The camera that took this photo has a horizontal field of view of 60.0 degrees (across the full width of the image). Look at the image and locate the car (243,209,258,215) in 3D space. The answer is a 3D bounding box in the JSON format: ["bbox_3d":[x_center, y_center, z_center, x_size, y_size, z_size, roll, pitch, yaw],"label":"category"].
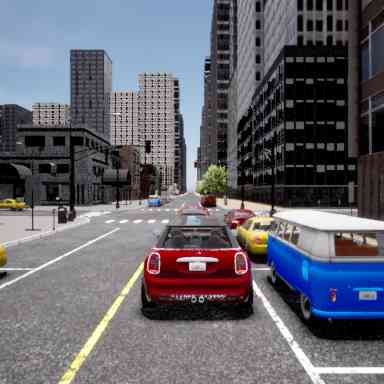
[{"bbox_3d":[2.681,1.527,12.758,1.752,1.417,4.829,0,0,0],"label":"car"}]

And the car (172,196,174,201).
[{"bbox_3d":[-5.729,1.653,72.727,2.008,1.369,4.403,0,0,0],"label":"car"}]

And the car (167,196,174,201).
[{"bbox_3d":[-5.738,1.673,89.129,1.752,1.417,4.829,0,0,0],"label":"car"}]

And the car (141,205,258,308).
[{"bbox_3d":[0.095,1.352,8.065,2.097,1.767,4.553,0,0,0],"label":"car"}]

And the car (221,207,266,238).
[{"bbox_3d":[2.678,1.587,18.250,1.802,1.307,4.206,0,0,0],"label":"car"}]

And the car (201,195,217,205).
[{"bbox_3d":[2.661,1.369,50.638,2.192,1.841,5.009,0,0,0],"label":"car"}]

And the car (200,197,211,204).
[{"bbox_3d":[2.654,1.655,67.211,1.947,1.339,4.313,0,0,0],"label":"car"}]

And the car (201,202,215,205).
[{"bbox_3d":[0.091,1.482,17.271,1.882,1.535,5.008,0,0,0],"label":"car"}]

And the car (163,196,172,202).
[{"bbox_3d":[-5.732,1.668,78.251,2.008,1.369,4.403,0,0,0],"label":"car"}]

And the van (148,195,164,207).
[{"bbox_3d":[-5.719,1.395,50.632,1.690,1.788,3.998,0,0,0],"label":"van"}]

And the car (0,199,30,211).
[{"bbox_3d":[-21.428,1.469,38.455,4.829,1.417,1.752,0,0,0],"label":"car"}]

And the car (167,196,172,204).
[{"bbox_3d":[-5.727,1.529,67.204,1.967,1.590,4.097,0,0,0],"label":"car"}]

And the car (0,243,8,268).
[{"bbox_3d":[-5.696,1.525,6.749,1.752,1.417,4.829,0,0,0],"label":"car"}]

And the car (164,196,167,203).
[{"bbox_3d":[-5.721,1.505,56.155,1.967,1.590,4.097,0,0,0],"label":"car"}]

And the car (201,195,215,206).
[{"bbox_3d":[2.658,1.380,56.162,2.192,1.841,5.009,0,0,0],"label":"car"}]

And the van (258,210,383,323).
[{"bbox_3d":[2.684,1.341,6.923,1.690,1.788,3.998,0,0,0],"label":"van"}]
